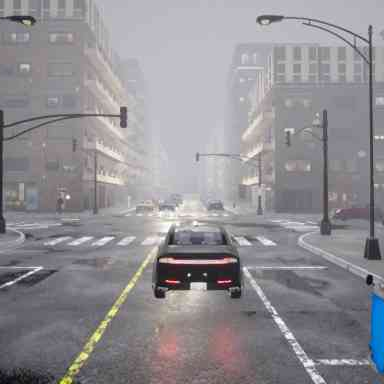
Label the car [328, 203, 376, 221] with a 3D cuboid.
[{"bbox_3d":[13.715,1.608,28.068,4.097,1.590,1.967,0,-1,1],"label":"car"}]

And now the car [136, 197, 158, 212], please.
[{"bbox_3d":[-5.573,1.539,39.763,1.752,1.417,4.829,1,0,0],"label":"car"}]

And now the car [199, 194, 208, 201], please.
[{"bbox_3d":[2.928,1.352,85.051,2.192,1.841,5.009,1,0,0],"label":"car"}]

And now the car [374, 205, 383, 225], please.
[{"bbox_3d":[13.590,1.583,19.687,4.313,1.339,1.947,0,-1,1],"label":"car"}]

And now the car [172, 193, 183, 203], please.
[{"bbox_3d":[-2.902,1.245,61.551,2.150,2.045,5.566,0,0,1],"label":"car"}]

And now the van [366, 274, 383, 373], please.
[{"bbox_3d":[2.679,1.342,1.965,1.690,1.788,3.998,1,0,0],"label":"van"}]

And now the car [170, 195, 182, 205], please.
[{"bbox_3d":[-2.961,1.544,50.813,1.812,1.442,4.674,0,0,0],"label":"car"}]

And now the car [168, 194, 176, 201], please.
[{"bbox_3d":[-5.439,1.480,90.717,1.967,1.590,4.097,1,0,0],"label":"car"}]

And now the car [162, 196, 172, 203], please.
[{"bbox_3d":[-5.485,1.575,73.789,1.887,1.381,4.507,1,0,0],"label":"car"}]

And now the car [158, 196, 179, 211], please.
[{"bbox_3d":[-2.995,1.562,40.910,2.033,1.411,5.357,0,0,0],"label":"car"}]

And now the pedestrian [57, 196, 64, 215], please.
[{"bbox_3d":[-12.457,1.217,31.392,0.375,1.860,0.375,0,-1,1],"label":"pedestrian"}]

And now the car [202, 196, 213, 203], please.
[{"bbox_3d":[2.821,1.567,45.554,2.008,1.369,4.403,1,0,0],"label":"car"}]

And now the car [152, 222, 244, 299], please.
[{"bbox_3d":[0.123,1.494,8.454,2.128,1.511,4.902,0,0,0],"label":"car"}]

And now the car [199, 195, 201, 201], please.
[{"bbox_3d":[2.881,1.552,68.294,1.752,1.417,4.829,1,0,0],"label":"car"}]

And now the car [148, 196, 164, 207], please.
[{"bbox_3d":[-5.542,1.459,51.218,1.967,1.590,4.097,1,0,0],"label":"car"}]

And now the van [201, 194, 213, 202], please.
[{"bbox_3d":[2.854,1.362,56.838,1.690,1.788,3.998,1,0,0],"label":"van"}]

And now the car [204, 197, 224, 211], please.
[{"bbox_3d":[2.807,1.580,39.911,1.947,1.339,4.313,1,0,0],"label":"car"}]
